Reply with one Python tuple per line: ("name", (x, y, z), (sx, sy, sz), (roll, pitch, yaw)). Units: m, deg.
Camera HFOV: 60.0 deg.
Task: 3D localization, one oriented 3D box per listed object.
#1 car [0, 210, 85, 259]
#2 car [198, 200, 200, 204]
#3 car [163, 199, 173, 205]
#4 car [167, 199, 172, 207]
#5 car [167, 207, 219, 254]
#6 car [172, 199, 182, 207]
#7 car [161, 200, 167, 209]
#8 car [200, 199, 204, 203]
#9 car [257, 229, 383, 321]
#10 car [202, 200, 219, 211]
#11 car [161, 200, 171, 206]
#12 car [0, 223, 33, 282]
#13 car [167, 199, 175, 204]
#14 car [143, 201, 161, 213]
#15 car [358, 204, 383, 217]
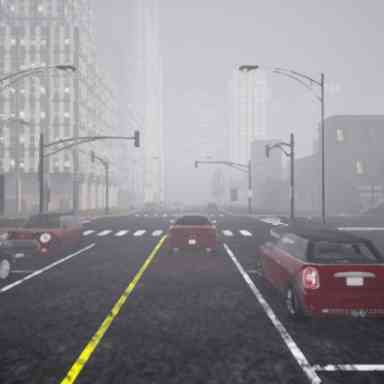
("car", (-5.692, 1.581, 12.971), (1.967, 1.590, 4.097), (0, -1, 0))
("car", (2.679, 2.567, 89.760), (2.008, 1.369, 4.403), (0, -1, 0))
("car", (-5.700, 2.448, 78.678), (1.947, 1.339, 4.313), (0, -1, 0))
("car", (-5.698, 2.303, 67.597), (2.008, 1.369, 4.403), (0, -1, 0))
("car", (0.049, 1.631, 14.212), (1.882, 1.535, 5.008), (0, 0, 1))
("car", (-3.010, 2.353, 67.961), (1.895, 1.301, 4.718), (0, -1, 0))
("car", (-5.698, 2.148, 56.347), (1.752, 1.417, 4.829), (0, -1, 0))
("car", (2.683, 2.207, 56.518), (1.802, 1.307, 4.206), (0, -1, 0))
("car", (2.691, 1.521, 7.434), (1.967, 1.590, 4.097), (0, -1, 0))
("car", (2.685, 2.043, 45.436), (1.887, 1.381, 4.507), (0, -1, 0))
("car", (-5.699, 2.382, 73.137), (1.947, 1.339, 4.313), (0, -1, 0))
("car", (-5.691, 1.632, 7.432), (2.008, 1.369, 4.403), (0, -1, 0))
("car", (-5.702, 2.598, 89.758), (1.802, 1.307, 4.206), (0, -1, 0))
("car", (-5.696, 2.081, 45.435), (1.802, 1.307, 4.206), (0, -1, 0))
("car", (18.939, 1.812, 33.377), (4.206, 1.307, 1.802), (0, 0, -1))
